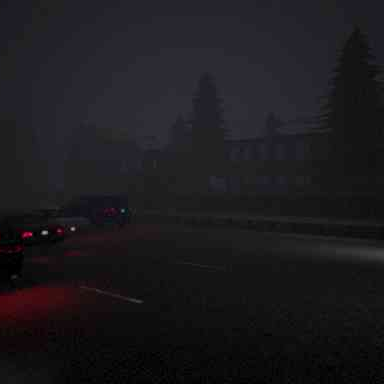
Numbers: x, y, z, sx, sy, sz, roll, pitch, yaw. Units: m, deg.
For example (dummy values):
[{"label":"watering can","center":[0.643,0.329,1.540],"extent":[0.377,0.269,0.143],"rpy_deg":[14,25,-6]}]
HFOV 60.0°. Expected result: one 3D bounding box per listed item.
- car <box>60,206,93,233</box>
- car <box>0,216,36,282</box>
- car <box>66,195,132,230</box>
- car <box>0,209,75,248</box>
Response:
[{"label":"car","center":[-7.839,1.581,18.185],"extent":[4.718,1.301,1.895],"rpy_deg":[0,0,36]},{"label":"car","center":[-6.288,1.466,8.459],"extent":[5.008,1.535,1.882],"rpy_deg":[0,0,36]},{"label":"car","center":[-6.300,1.201,21.388],"extent":[5.566,2.045,2.150],"rpy_deg":[0,0,36]},{"label":"car","center":[-7.395,1.531,13.565],"extent":[5.357,1.411,2.033],"rpy_deg":[0,0,36]}]
